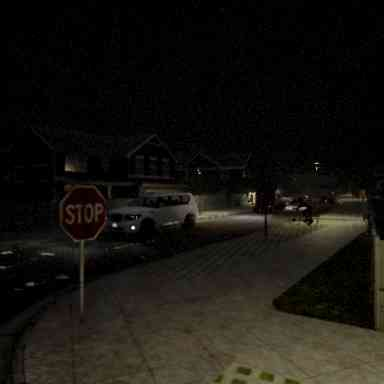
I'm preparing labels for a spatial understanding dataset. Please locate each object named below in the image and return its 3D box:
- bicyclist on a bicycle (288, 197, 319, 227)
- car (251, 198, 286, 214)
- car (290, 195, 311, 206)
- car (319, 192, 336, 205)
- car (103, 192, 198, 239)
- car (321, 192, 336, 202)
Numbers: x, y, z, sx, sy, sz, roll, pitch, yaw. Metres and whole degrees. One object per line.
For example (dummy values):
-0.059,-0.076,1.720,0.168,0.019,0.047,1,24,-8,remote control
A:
6.021,1.081,18.052,1.656,1.620,0.582,0,0,35,bicyclist on a bicycle
7.059,1.236,30.400,1.895,1.301,4.718,0,1,32,car
13.669,1.047,41.969,1.895,1.301,4.718,0,1,28,car
18.324,0.880,45.082,1.837,1.490,4.892,0,1,25,car
-1.863,1.070,16.988,2.150,2.045,5.566,0,1,35,car
22.318,0.714,54.488,2.128,1.511,4.902,0,1,22,car
